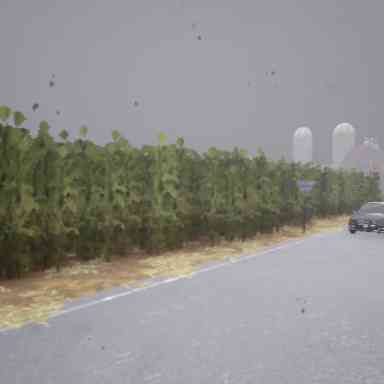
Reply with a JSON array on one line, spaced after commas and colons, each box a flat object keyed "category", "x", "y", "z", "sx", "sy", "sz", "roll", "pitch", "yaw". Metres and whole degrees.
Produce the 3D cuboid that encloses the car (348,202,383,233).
[{"category": "car", "x": 9.502, "y": 1.301, "z": 16.949, "sx": 1.837, "sy": 1.490, "sz": 4.892, "roll": 2, "pitch": 1, "yaw": 41}]
